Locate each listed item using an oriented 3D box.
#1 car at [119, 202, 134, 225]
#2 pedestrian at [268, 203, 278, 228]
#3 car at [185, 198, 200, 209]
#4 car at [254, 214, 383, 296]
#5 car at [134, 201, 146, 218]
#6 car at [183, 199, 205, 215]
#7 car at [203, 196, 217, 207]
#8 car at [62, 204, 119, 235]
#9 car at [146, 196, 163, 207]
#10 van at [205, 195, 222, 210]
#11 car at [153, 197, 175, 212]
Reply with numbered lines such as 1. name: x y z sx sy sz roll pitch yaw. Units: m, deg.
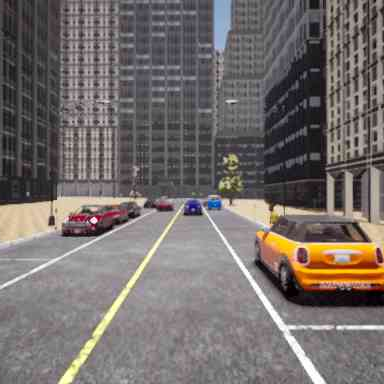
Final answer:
1. car: -5.666 1.565 24.129 1.802 1.307 4.206 1 0 0
2. pedestrian: 2.802 1.286 11.598 0.375 1.860 0.375 1 -1 0
3. car: 0.060 1.567 45.455 1.895 1.301 4.718 0 0 1
4. car: 3.006 1.345 8.783 2.097 1.767 4.553 0 0 0
5. car: -5.662 1.545 29.772 1.947 1.339 4.313 1 0 0
6. car: 0.101 1.502 33.456 1.812 1.442 4.674 0 0 0
7. car: 2.735 1.400 52.328 1.967 1.590 4.097 1 0 0
8. car: -5.668 1.428 18.486 1.967 1.590 4.097 1 0 0
9. car: -5.651 1.531 46.700 1.947 1.339 4.313 1 0 0
10. van: 2.729 1.311 41.045 1.690 1.788 3.998 1 0 0
11. car: -3.069 1.573 38.831 1.895 1.301 4.718 0 0 0
